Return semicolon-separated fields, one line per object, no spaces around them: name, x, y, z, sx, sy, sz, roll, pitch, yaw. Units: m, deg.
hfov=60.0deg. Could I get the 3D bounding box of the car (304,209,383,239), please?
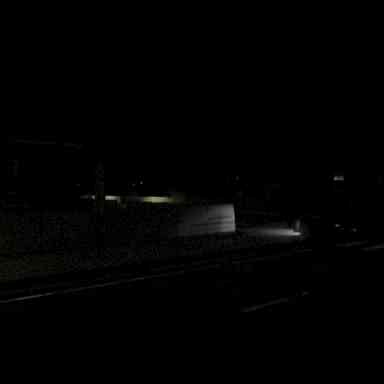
car;8.222;1.532;15.978;5.357;1.411;2.033;0;0;22
